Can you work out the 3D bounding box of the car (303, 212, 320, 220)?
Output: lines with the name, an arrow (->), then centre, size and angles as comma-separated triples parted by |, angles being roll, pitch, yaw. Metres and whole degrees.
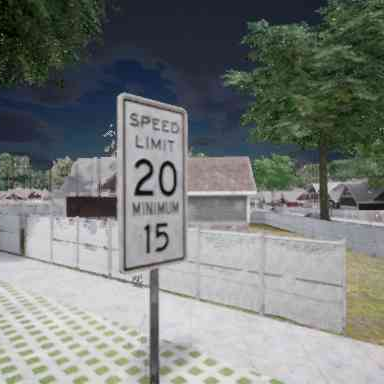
car -> 18.375, 3.654, 50.653 | 1.994, 1.385, 4.181 | 0, -2, 0
